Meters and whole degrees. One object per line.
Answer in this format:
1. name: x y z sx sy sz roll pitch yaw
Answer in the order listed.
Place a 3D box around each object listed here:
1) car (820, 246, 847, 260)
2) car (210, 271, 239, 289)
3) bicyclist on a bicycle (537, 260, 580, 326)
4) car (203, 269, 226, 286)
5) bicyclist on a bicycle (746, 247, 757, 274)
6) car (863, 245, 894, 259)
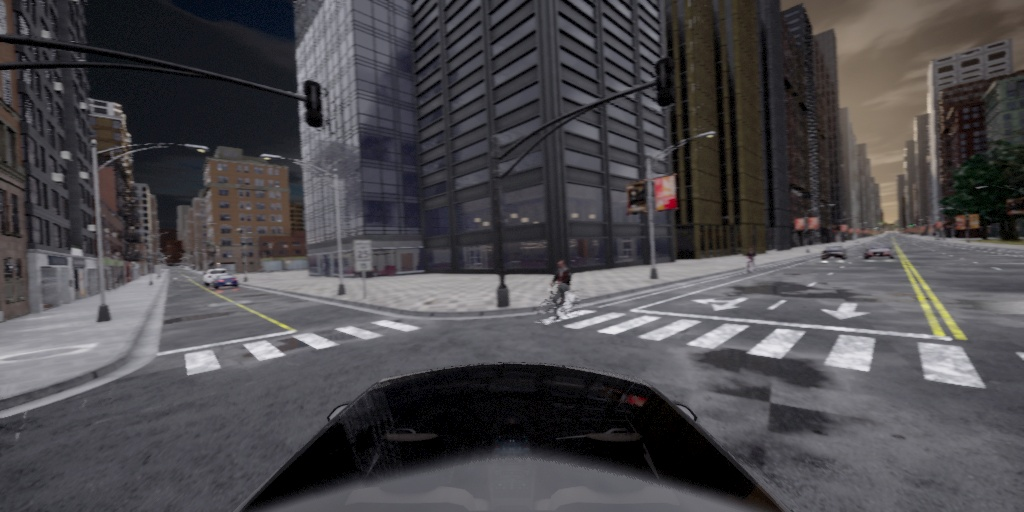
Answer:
1. car: 34.131 -0.334 37.949 5.357 1.411 2.033 -3 0 -43
2. car: -30.772 2.715 38.550 1.812 1.442 4.674 -3 0 -43
3. bicyclist on a bicycle: 1.297 0.995 9.999 1.843 1.776 0.659 -3 0 -43
4. car: -37.608 2.701 45.637 2.150 2.045 5.566 -3 1 -44
5. bicyclist on a bicycle: 15.773 0.305 23.693 1.843 1.776 0.659 -2 0 -43
6. car: 36.361 -0.411 35.587 4.181 1.385 1.994 -3 0 -43
